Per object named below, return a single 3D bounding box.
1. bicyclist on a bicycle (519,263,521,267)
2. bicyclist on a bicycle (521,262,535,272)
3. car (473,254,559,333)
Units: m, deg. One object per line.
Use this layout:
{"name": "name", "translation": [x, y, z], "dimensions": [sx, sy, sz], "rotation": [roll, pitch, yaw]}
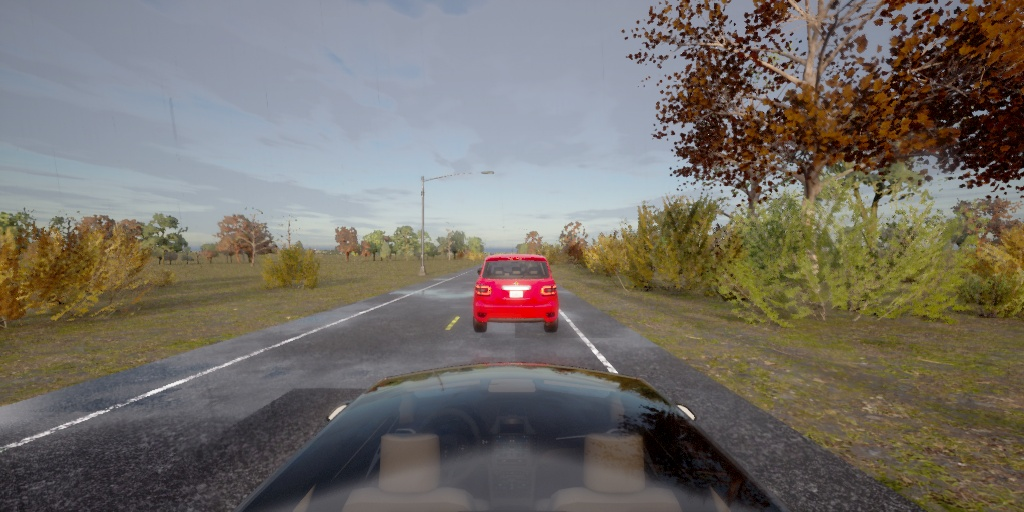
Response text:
{"name": "bicyclist on a bicycle", "translation": [0.891, 1.111, 28.634], "dimensions": [0.659, 1.776, 1.843], "rotation": [0, 0, 0]}
{"name": "bicyclist on a bicycle", "translation": [0.935, 1.114, 18.621], "dimensions": [0.659, 1.776, 1.843], "rotation": [0, 0, 0]}
{"name": "car", "translation": [0.087, 0.968, 10.915], "dimensions": [2.150, 2.045, 5.566], "rotation": [0, 0, 0]}
